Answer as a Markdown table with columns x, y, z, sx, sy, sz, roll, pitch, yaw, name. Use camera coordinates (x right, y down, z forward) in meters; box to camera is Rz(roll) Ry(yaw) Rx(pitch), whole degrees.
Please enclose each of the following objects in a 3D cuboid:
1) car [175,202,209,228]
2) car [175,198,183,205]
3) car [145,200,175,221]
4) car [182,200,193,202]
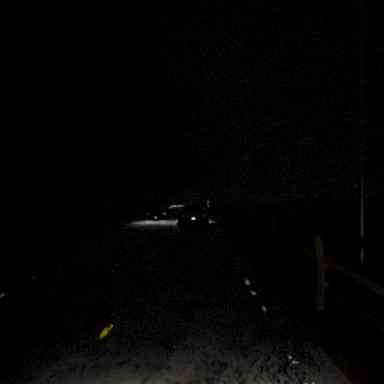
| x | y | z | sx | sy | sz | roll | pitch | yaw | name |
| --- | --- | --- | --- | --- | --- | --- | --- | --- | --- |
| 0.090 | 1.616 | 22.556 | 1.994 | 1.385 | 4.181 | 0 | 0 | 0 | car |
| -2.778 | 2.128 | 71.069 | 2.128 | 1.511 | 4.902 | 0 | -1 | 0 | car |
| -2.861 | 1.646 | 28.919 | 2.033 | 1.411 | 5.357 | 0 | 0 | 0 | car |
| 0.085 | 1.829 | 41.367 | 1.895 | 1.301 | 4.718 | 0 | -1 | 0 | car |
